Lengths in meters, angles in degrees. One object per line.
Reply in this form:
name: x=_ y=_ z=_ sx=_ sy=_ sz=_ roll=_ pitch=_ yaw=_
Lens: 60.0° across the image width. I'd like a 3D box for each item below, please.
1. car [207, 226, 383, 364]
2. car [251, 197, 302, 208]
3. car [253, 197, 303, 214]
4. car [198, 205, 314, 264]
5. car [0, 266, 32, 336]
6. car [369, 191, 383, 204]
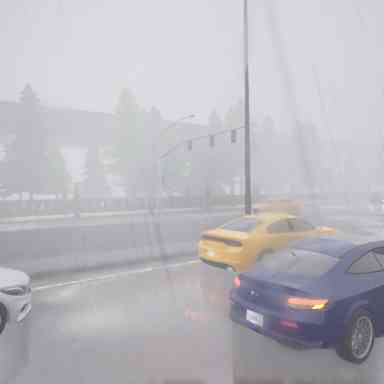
car: x=2.707 y=1.458 z=5.720 sx=4.674 sy=1.442 sz=1.812 roll=-1 pitch=1 yaw=-35
car: x=6.448 y=1.164 z=25.783 sx=5.008 sy=1.535 sz=1.882 roll=-1 pitch=1 yaw=-35
car: x=8.132 y=1.208 z=31.282 sx=4.718 sy=1.301 sz=1.895 roll=-1 pitch=1 yaw=-35
car: x=2.516 y=1.373 z=9.869 sx=5.008 sy=1.535 sz=1.882 roll=-1 pitch=1 yaw=-35
car: x=-4.812 y=1.522 z=4.621 sx=4.674 sy=1.442 sz=1.812 roll=0 pitch=0 yaw=-36
car: x=24.999 y=0.602 z=43.303 sx=4.553 sy=1.767 sz=2.097 roll=-1 pitch=1 yaw=-35
